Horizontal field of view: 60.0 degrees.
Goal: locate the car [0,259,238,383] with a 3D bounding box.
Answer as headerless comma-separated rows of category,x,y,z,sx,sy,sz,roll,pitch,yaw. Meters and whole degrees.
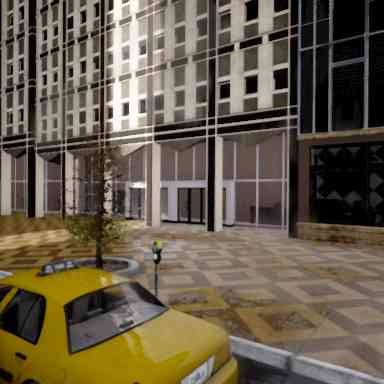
car,-1.825,1.528,4.167,4.829,1.417,1.752,0,1,35
